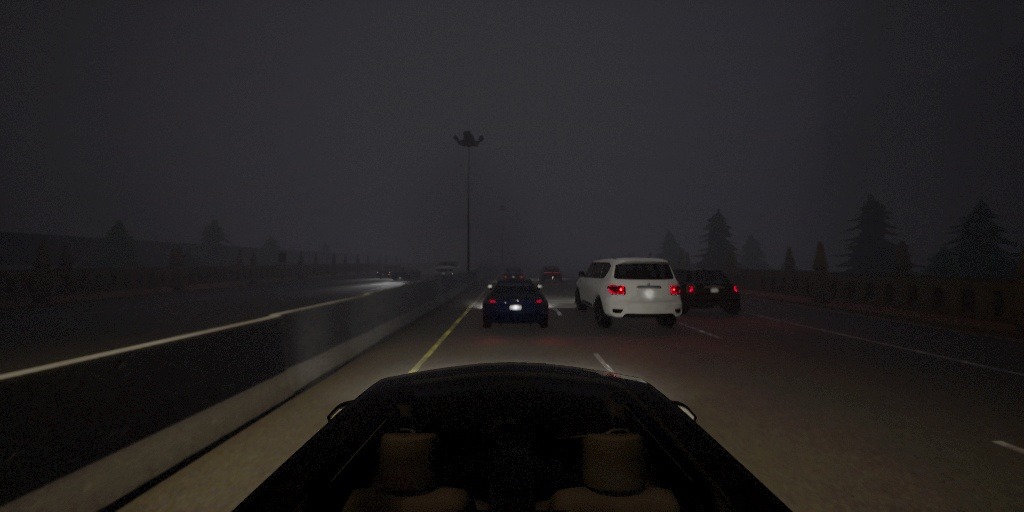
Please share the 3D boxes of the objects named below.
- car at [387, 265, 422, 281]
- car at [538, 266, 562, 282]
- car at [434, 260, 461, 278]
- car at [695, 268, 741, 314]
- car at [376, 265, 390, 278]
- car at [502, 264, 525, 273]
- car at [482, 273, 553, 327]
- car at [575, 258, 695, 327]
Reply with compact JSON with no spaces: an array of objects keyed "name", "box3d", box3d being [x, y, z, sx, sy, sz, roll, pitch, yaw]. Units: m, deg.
[{"name":"car","box3d":[-10.577,1.779,36.134,1.895,1.301,4.718,0,-1,0]},{"name":"car","box3d":[3.608,1.656,34.043,1.837,1.490,4.892,0,-1,0]},{"name":"car","box3d":[-7.048,1.445,39.729,2.150,2.045,5.566,0,-1,1]},{"name":"car","box3d":[7.103,1.252,14.687,2.097,1.767,4.553,0,-1,0]},{"name":"car","box3d":[-14.012,1.752,41.439,1.837,1.490,4.892,0,-1,1]},{"name":"car","box3d":[0.107,1.642,29.680,2.033,1.411,5.357,0,-1,0]},{"name":"car","box3d":[0.103,1.429,12.000,1.994,1.385,4.181,0,-1,0]},{"name":"car","box3d":[3.603,1.088,12.097,2.150,2.045,5.566,0,-1,0]}]
